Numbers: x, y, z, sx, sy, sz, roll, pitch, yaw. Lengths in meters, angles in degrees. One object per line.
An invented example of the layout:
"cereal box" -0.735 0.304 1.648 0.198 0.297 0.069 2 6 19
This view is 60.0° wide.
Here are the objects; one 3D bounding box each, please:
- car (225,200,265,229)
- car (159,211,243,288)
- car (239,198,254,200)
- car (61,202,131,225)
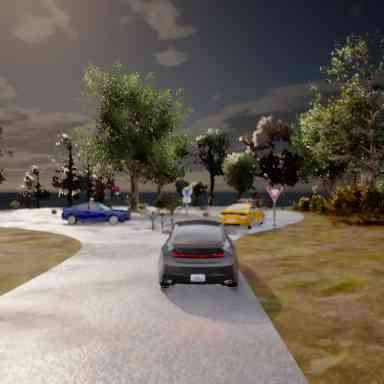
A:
"car" 3.457 1.514 22.047 1.882 1.535 5.008 0 0 25
"car" 0.211 1.521 9.298 1.837 1.490 4.892 0 0 2
"car" 6.973 1.566 43.969 2.128 1.511 4.902 0 0 -22
"car" -6.872 1.518 24.007 5.008 1.535 1.882 0 0 8
